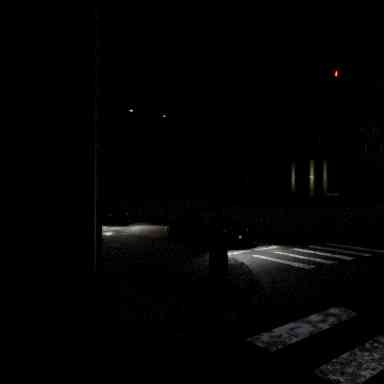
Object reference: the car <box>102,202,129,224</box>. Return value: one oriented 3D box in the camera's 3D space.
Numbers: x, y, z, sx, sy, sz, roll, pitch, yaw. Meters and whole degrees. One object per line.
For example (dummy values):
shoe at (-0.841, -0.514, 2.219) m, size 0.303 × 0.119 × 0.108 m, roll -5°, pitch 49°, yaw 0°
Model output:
car at (-6.421, 1.484, 24.898) m, size 1.882 × 1.535 × 5.008 m, roll 0°, pitch 0°, yaw -36°

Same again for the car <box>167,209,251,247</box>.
car at (0.570, 1.529, 15.201) m, size 1.812 × 1.442 × 4.674 m, roll 0°, pitch 0°, yaw -36°
